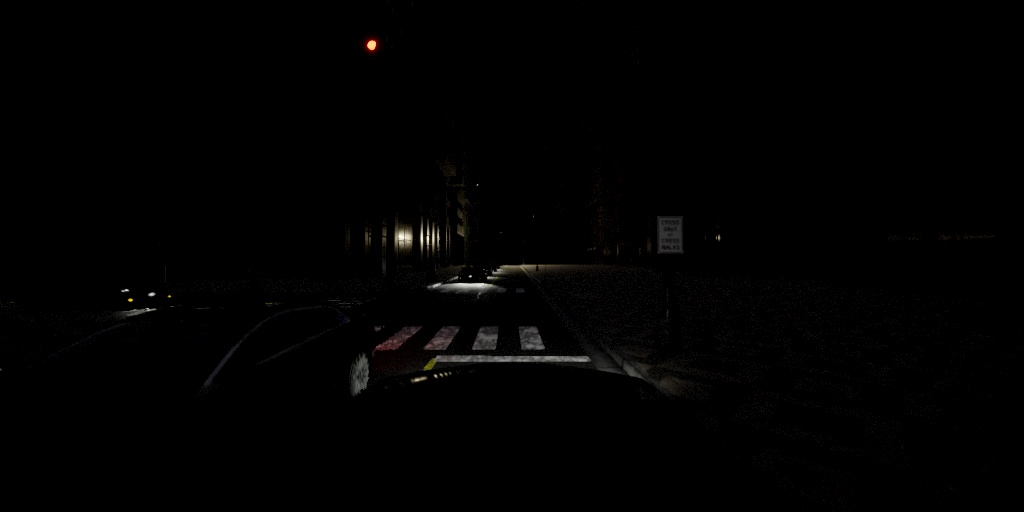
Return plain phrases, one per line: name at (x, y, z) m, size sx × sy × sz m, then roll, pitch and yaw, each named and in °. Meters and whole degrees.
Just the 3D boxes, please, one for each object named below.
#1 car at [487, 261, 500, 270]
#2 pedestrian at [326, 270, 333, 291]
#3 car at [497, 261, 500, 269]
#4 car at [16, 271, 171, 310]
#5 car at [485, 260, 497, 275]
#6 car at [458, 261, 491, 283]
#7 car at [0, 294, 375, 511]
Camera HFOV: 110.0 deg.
car at (-2.934, 1.459, 57.830) m, size 1.895 × 1.301 × 4.718 m, roll 0°, pitch 0°, yaw 1°
pedestrian at (-9.971, 0.974, 19.611) m, size 0.375 × 1.860 × 0.375 m, roll 0°, pitch -1°, yaw 0°
car at (-2.995, 1.323, 48.057) m, size 1.837 × 1.490 × 4.892 m, roll 0°, pitch 0°, yaw 0°
car at (-15.431, 1.251, 13.391) m, size 4.181 × 1.385 × 1.994 m, roll 0°, pitch -1°, yaw 0°
car at (-3.025, 1.332, 37.751) m, size 2.033 × 1.411 × 5.357 m, roll 0°, pitch 0°, yaw 0°
car at (-3.036, 1.327, 28.430) m, size 1.994 × 1.385 × 4.181 m, roll 0°, pitch 0°, yaw 1°
car at (-2.978, 1.242, 3.525) m, size 2.128 × 1.511 × 4.902 m, roll 0°, pitch 0°, yaw 0°
